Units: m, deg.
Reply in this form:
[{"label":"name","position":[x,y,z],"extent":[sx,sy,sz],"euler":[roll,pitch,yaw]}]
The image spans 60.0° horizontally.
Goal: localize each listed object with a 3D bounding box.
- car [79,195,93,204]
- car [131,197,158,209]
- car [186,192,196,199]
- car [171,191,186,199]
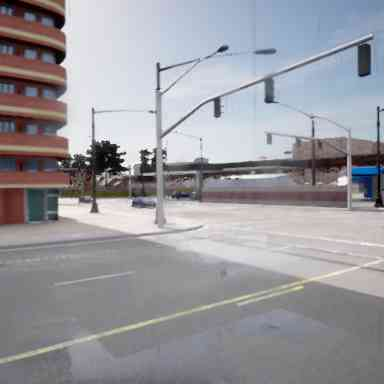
[{"label":"car","position":[-19.075,1.360,60.392],"extent":[1.812,1.442,4.674],"euler":[-1,1,-36]},{"label":"car","position":[-6.225,1.342,42.999],"extent":[1.812,1.442,4.674],"euler":[-1,1,-37]},{"label":"car","position":[1.410,0.820,73.828],"extent":[3.806,1.475,1.970],"euler":[-1,1,-35]},{"label":"car","position":[-2.565,0.678,78.046],"extent":[4.611,1.667,2.242],"euler":[-1,1,-35]}]
